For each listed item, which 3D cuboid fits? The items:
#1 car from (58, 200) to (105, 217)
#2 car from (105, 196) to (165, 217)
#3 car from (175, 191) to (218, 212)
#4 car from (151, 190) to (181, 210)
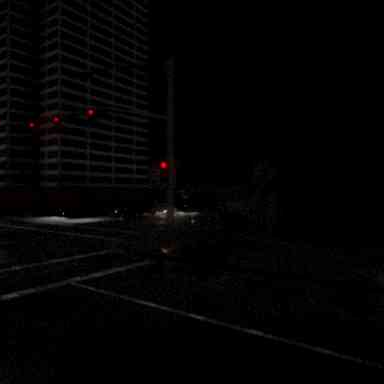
[{"bbox_3d":[-9.415,1.471,30.498,2.033,1.411,5.357,0,0,35],"label":"car"},{"bbox_3d":[-5.103,1.426,30.536,2.128,1.511,4.902,0,0,35],"label":"car"},{"bbox_3d":[0.883,1.156,39.000,2.150,2.045,5.566,0,0,36],"label":"car"},{"bbox_3d":[-3.264,1.145,39.204,2.150,2.045,5.566,0,0,35],"label":"car"}]
